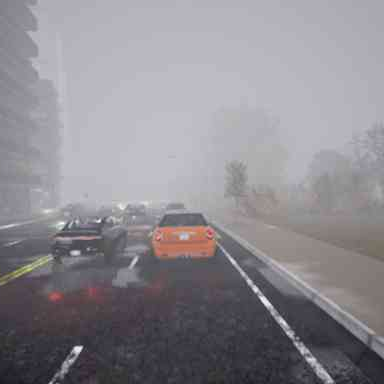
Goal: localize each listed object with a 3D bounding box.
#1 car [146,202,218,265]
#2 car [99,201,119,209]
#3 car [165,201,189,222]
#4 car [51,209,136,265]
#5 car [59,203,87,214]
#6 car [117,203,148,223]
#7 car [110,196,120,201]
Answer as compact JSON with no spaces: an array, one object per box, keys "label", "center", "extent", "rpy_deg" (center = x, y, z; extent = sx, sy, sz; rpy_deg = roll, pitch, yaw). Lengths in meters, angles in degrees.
[{"label":"car","center":[-0.329,1.411,12.249],"extent":[2.097,1.767,4.553],"rpy_deg":[-1,0,-2]},{"label":"car","center":[-8.536,1.910,34.183],"extent":[1.895,1.301,4.718],"rpy_deg":[-1,0,-5]},{"label":"car","center":[-1.425,1.628,29.226],"extent":[1.882,1.535,5.008],"rpy_deg":[-1,0,-4]},{"label":"car","center":[-3.582,1.615,12.342],"extent":[2.128,1.511,4.902],"rpy_deg":[-1,0,-3]},{"label":"car","center":[-11.702,1.858,33.046],"extent":[2.128,1.511,4.902],"rpy_deg":[-1,0,-4]},{"label":"car","center":[-4.553,1.697,27.493],"extent":[2.128,1.511,4.902],"rpy_deg":[-1,0,-4]},{"label":"car","center":[-17.075,1.727,73.800],"extent":[1.837,1.490,4.892],"rpy_deg":[-1,0,-10]}]
